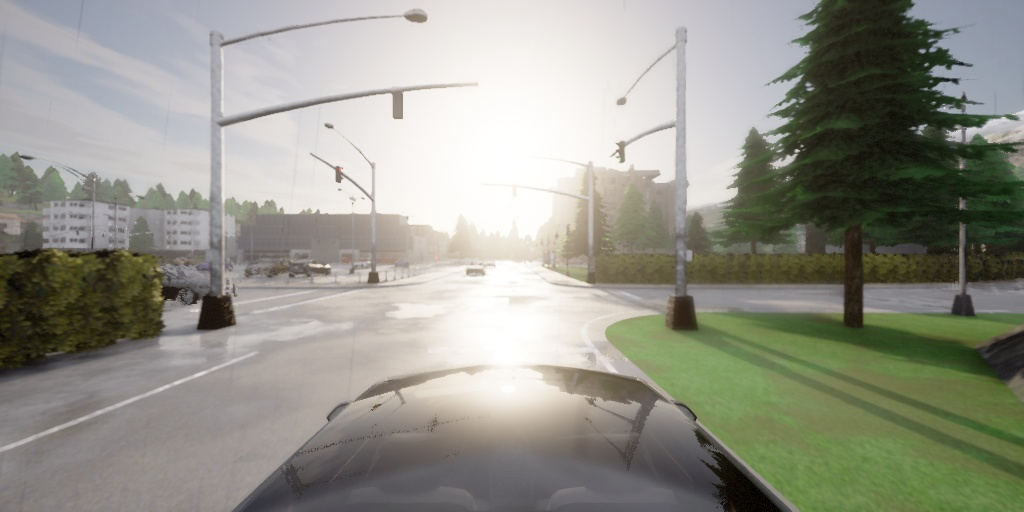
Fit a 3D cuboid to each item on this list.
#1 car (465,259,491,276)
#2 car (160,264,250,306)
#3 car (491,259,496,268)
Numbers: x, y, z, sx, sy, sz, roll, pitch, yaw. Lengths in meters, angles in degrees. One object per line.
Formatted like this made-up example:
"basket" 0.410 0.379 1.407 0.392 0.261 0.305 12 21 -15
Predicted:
"car" -3.655 1.244 37.094 2.033 1.411 5.357 0 0 0
"car" -14.383 1.227 15.107 4.902 1.511 2.128 0 0 1
"car" -3.618 1.189 59.135 1.812 1.442 4.674 0 0 0
